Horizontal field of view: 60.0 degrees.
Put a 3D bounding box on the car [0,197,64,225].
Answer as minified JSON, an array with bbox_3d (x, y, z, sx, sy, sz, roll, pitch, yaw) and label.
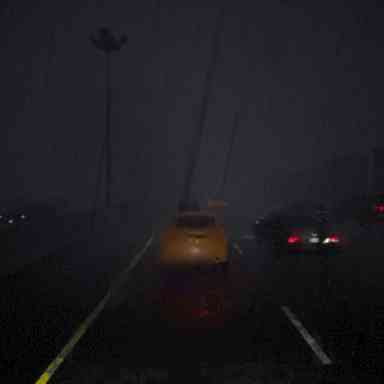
[{"bbox_3d":[-10.833,1.334,22.432,2.033,1.411,5.357,0,1,-1],"label":"car"}]

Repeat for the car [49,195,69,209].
[{"bbox_3d":[-14.916,1.136,36.210,1.882,1.535,5.008,0,0,-4],"label":"car"}]

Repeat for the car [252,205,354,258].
[{"bbox_3d":[3.555,1.435,12.250,2.033,1.411,5.357,0,1,-1],"label":"car"}]

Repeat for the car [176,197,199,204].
[{"bbox_3d":[-0.389,1.196,30.393,1.882,1.535,5.008,0,1,-2],"label":"car"}]

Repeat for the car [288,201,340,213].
[{"bbox_3d":[6.898,1.302,20.756,2.128,1.511,4.902,0,1,-1],"label":"car"}]

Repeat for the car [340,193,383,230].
[{"bbox_3d":[10.431,1.043,19.744,2.150,2.045,5.566,0,1,-1],"label":"car"}]

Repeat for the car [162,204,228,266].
[{"bbox_3d":[0.067,1.373,11.180,1.882,1.535,5.008,0,1,0],"label":"car"}]

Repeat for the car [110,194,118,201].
[{"bbox_3d":[-15.005,0.997,62.722,2.033,1.411,5.357,0,1,-12],"label":"car"}]

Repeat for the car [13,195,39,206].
[{"bbox_3d":[-22.866,1.128,46.033,1.994,1.385,4.181,0,1,-7],"label":"car"}]

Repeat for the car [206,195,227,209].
[{"bbox_3d":[2.702,1.129,37.852,1.882,1.535,5.008,0,1,-4],"label":"car"}]

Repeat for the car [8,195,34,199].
[{"bbox_3d":[-18.343,1.175,34.936,1.837,1.490,4.892,0,0,-3],"label":"car"}]
